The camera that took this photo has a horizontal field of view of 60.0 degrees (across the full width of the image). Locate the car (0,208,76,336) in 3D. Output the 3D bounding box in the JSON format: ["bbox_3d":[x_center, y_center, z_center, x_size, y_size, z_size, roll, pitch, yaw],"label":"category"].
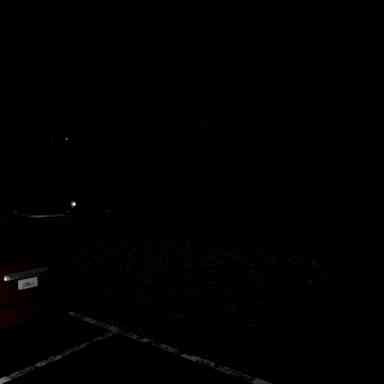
[{"bbox_3d":[-4.142,1.316,5.907,5.009,1.841,2.192,0,-1,36],"label":"car"}]

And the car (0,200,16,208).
[{"bbox_3d":[-18.239,1.503,29.766,2.097,1.767,4.553,-1,-1,37],"label":"car"}]

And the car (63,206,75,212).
[{"bbox_3d":[-12.163,1.838,37.951,1.895,1.301,4.718,-1,-1,36],"label":"car"}]
